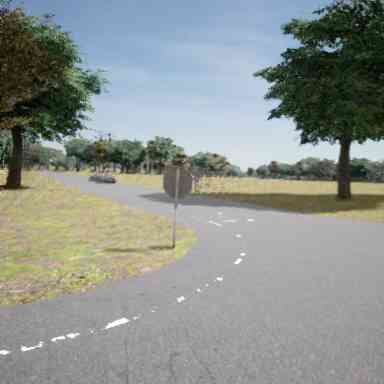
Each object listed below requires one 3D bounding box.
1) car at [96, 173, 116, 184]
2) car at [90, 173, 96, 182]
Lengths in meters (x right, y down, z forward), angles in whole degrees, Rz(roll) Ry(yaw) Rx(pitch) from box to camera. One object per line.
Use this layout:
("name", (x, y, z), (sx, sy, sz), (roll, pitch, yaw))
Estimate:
("car", (-13.367, -2.028, 52.633), (1.994, 1.385, 4.181), (1, 4, -28))
("car", (-16.660, -2.562, 58.694), (2.033, 1.411, 5.357), (1, 4, -28))
